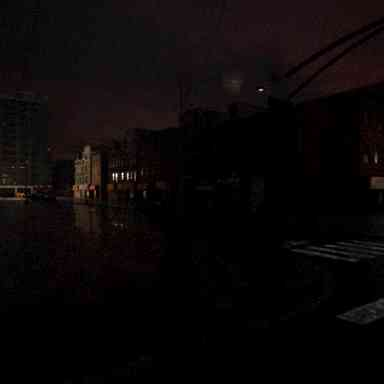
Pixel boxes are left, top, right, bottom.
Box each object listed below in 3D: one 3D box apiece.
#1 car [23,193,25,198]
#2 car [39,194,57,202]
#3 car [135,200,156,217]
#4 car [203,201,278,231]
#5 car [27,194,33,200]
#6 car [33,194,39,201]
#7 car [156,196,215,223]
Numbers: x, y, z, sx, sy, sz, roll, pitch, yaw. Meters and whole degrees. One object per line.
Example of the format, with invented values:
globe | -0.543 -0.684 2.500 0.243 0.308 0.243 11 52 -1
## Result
car | -34.999 1.046 72.755 2.008 1.369 4.403 0 0 -36
car | -25.605 1.114 59.640 1.752 1.417 4.829 0 0 -36
car | -3.358 1.375 28.580 1.887 1.381 4.507 1 0 -36
car | 2.970 1.450 19.745 1.887 1.381 4.507 1 0 -36
car | -31.835 1.070 68.338 1.887 1.381 4.507 0 0 -36
car | -28.670 0.998 63.920 1.967 1.590 4.097 0 0 -36
car | -0.191 1.183 24.162 2.192 1.841 5.009 1 0 -36
